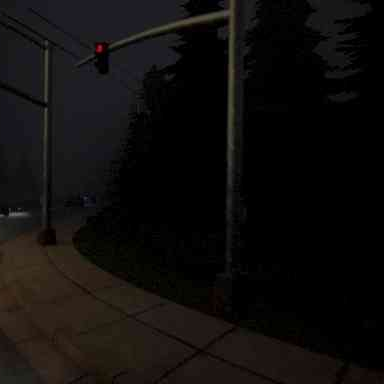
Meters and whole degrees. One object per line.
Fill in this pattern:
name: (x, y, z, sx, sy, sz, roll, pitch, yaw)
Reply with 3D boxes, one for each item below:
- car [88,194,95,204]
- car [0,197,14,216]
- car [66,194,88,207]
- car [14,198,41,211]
car: (-18.097, 1.096, 57.515, 2.097, 1.767, 4.553, 1, 0, -9)
car: (-16.336, 1.140, 26.520, 2.097, 1.767, 4.553, 1, 0, -10)
car: (-16.190, 1.270, 46.141, 2.128, 1.511, 4.902, 1, 0, -11)
car: (-18.136, 1.362, 36.364, 1.895, 1.301, 4.718, 1, 0, -10)
